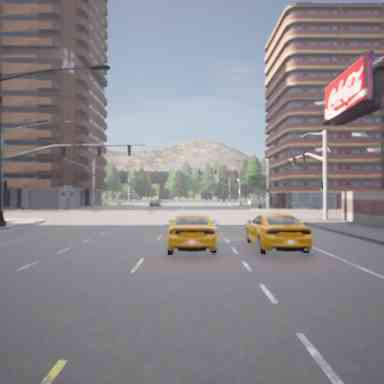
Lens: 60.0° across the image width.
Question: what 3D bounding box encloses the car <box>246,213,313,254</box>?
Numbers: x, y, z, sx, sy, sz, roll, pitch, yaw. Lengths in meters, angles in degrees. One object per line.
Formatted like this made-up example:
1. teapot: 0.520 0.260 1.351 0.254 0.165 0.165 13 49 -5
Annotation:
1. car: 3.520 1.633 14.230 1.882 1.535 5.008 0 0 0

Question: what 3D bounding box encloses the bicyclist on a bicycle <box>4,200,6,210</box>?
1. bicyclist on a bicycle: -28.015 1.837 49.409 0.582 1.620 1.656 0 0 0

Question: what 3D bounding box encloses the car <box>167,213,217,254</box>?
1. car: 0.020 1.633 14.233 1.882 1.535 5.008 0 0 0

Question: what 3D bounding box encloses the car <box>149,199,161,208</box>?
1. car: -7.035 2.168 63.720 1.882 1.535 5.008 0 -1 0
